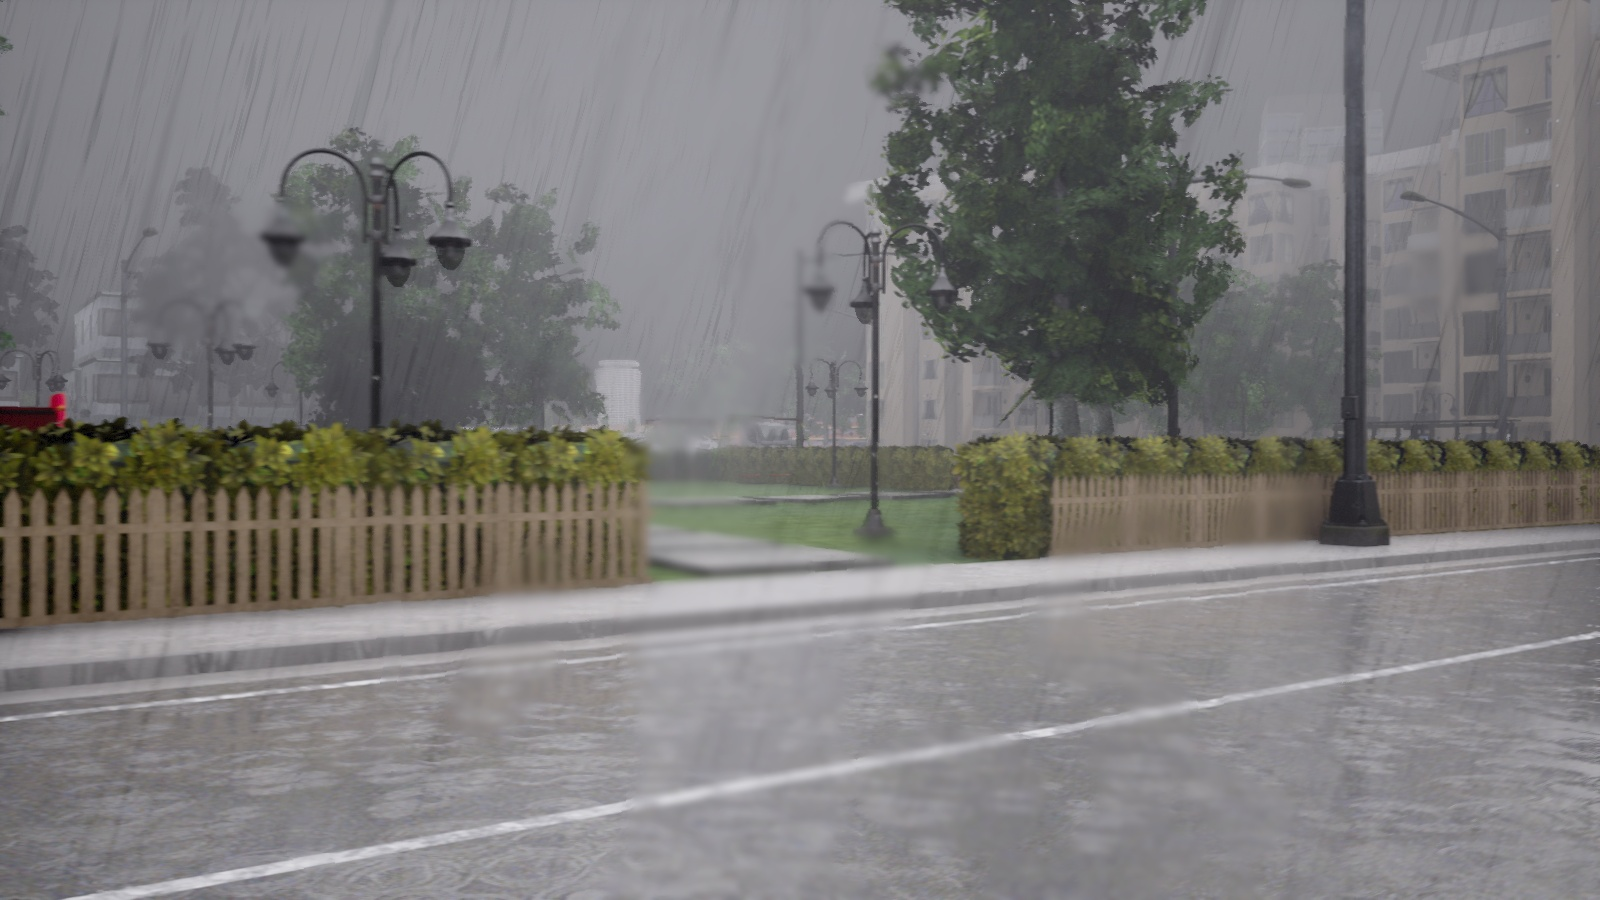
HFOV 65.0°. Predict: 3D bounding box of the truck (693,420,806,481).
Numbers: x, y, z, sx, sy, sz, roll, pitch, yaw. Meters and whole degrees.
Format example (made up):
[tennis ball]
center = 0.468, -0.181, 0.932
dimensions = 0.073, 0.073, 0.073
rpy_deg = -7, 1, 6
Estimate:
[truck]
center = -3.127, 0.095, 74.525
dimensions = 2.891, 3.462, 7.936
rpy_deg = 0, -1, -34
